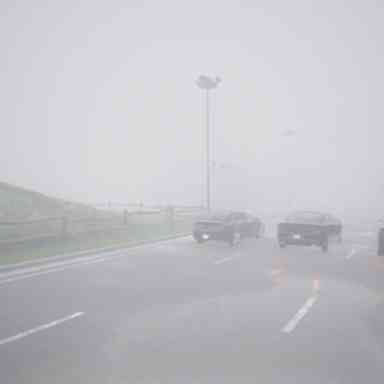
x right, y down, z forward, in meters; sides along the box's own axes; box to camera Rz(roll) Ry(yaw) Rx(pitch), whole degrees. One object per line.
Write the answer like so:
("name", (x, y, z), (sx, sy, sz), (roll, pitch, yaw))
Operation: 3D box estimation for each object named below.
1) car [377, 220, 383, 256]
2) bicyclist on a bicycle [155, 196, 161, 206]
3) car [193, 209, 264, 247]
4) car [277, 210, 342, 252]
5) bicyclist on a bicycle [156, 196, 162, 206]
("car", (8.327, 1.536, 12.827), (1.882, 1.535, 5.008), (0, 0, 33))
("bicyclist on a bicycle", (-5.808, 1.553, 56.296), (0.582, 1.620, 1.656), (0, 0, 12))
("car", (1.867, 1.577, 15.720), (1.837, 1.490, 4.892), (0, 0, 33))
("car", (5.265, 1.544, 14.535), (1.882, 1.535, 5.008), (0, -1, 33))
("bicyclist on a bicycle", (-5.372, 1.553, 56.205), (0.582, 1.620, 1.656), (0, 0, 12))
